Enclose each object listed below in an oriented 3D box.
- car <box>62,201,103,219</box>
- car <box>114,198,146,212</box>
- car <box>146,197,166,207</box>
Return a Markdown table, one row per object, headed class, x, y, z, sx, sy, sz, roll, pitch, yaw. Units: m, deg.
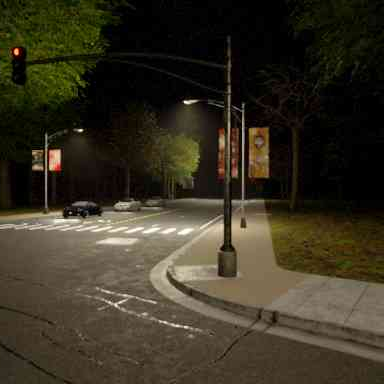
| class | x | y | z | sx | sy | sz | roll | pitch | yaw |
| --- | --- | --- | --- | --- | --- | --- | --- | --- | --- |
| car | -9.422 | 1.515 | 28.906 | 1.994 | 1.385 | 4.181 | 0 | 0 | 13 |
| car | -7.351 | 1.458 | 38.751 | 1.812 | 1.442 | 4.674 | 0 | 0 | 12 |
| car | -5.234 | 1.441 | 48.751 | 1.812 | 1.442 | 4.674 | 0 | 0 | 12 |
